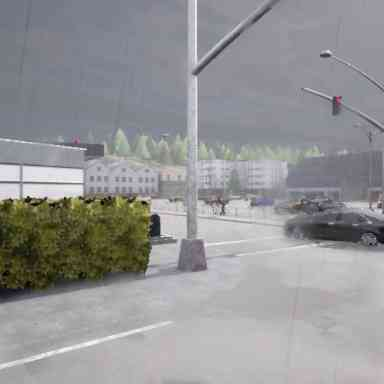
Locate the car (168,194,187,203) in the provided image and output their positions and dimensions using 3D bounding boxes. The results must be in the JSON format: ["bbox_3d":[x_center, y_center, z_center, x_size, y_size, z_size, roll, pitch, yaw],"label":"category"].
[{"bbox_3d":[-2.397,1.097,65.455,4.605,1.855,1.932,0,0,-35],"label":"car"}]

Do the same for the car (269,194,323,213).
[{"bbox_3d":[10.314,1.330,32.506,5.027,1.636,2.152,0,0,-35],"label":"car"}]

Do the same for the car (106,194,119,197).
[{"bbox_3d":[-19.716,1.334,84.951,4.902,1.511,2.128,0,0,-35],"label":"car"}]

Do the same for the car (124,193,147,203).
[{"bbox_3d":[-10.730,1.077,63.648,3.866,1.878,1.905,0,0,-35],"label":"car"}]

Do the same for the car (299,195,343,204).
[{"bbox_3d":[12.152,1.340,29.963,4.514,1.523,2.007,0,0,-35],"label":"car"}]

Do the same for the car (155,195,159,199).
[{"bbox_3d":[-11.300,1.286,90.789,5.008,1.535,1.882,0,0,-35],"label":"car"}]

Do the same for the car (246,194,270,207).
[{"bbox_3d":[9.830,1.320,46.612,3.633,1.501,1.845,0,0,-35],"label":"car"}]

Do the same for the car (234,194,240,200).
[{"bbox_3d":[9.719,1.232,77.905,3.806,1.475,1.970,0,0,-35],"label":"car"}]

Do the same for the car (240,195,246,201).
[{"bbox_3d":[13.656,1.154,72.827,5.027,1.636,2.152,0,0,-35],"label":"car"}]

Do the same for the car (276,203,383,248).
[{"bbox_3d":[6.577,1.507,14.904,4.892,1.490,1.837,0,4,40],"label":"car"}]

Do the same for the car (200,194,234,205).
[{"bbox_3d":[4.147,1.298,54.832,4.514,1.523,2.007,0,0,-35],"label":"car"}]

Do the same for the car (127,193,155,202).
[{"bbox_3d":[-9.329,1.361,60.572,3.806,1.475,1.970,0,0,-35],"label":"car"}]

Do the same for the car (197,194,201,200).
[{"bbox_3d":[1.842,1.298,76.876,4.514,1.523,2.007,0,0,-35],"label":"car"}]

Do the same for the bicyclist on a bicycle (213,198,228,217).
[{"bbox_3d":[2.394,1.301,28.039,1.656,1.620,0.582,0,0,-35],"label":"bicyclist on a bicycle"}]

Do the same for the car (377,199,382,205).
[{"bbox_3d":[25.707,1.384,43.066,3.806,1.475,1.970,0,0,-35],"label":"car"}]
